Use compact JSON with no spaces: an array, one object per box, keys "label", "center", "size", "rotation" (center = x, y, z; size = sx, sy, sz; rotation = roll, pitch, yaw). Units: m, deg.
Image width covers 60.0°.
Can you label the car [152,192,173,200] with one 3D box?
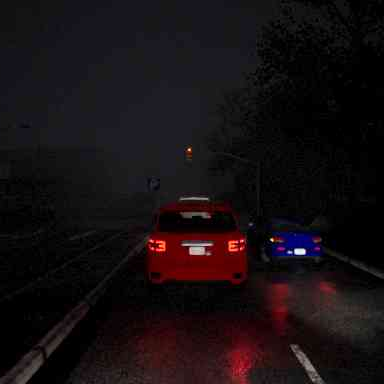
[{"label":"car","center":[-8.130,1.065,92.002],"size":[5.566,2.045,2.435],"rotation":[-1,0,-12]}]

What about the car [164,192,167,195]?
[{"label":"car","center":[-9.383,1.359,83.012],"size":[4.674,1.452,2.002],"rotation":[-1,0,-13]}]

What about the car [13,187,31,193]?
[{"label":"car","center":[-28.242,0.138,55.902],"size":[2.002,1.452,4.674],"rotation":[6,-3,-19]}]

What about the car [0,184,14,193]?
[{"label":"car","center":[-31.237,-0.425,55.958],"size":[2.435,2.045,5.566],"rotation":[6,-3,-19]}]

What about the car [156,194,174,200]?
[{"label":"car","center":[-7.712,1.316,94.982],"size":[5.008,1.535,2.097],"rotation":[-1,0,-12]}]

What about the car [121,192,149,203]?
[{"label":"car","center":[-11.534,1.359,65.057],"size":[4.792,1.488,2.163],"rotation":[-1,0,-15]}]

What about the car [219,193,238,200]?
[{"label":"car","center":[9.340,1.129,85.350],"size":[4.553,1.767,2.185],"rotation":[1,0,-12]}]

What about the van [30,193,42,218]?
[{"label":"van","center":[-13.635,1.298,24.270],"size":[4.442,1.987,1.878],"rotation":[-1,0,-20]}]

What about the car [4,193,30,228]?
[{"label":"car","center":[-13.747,1.268,21.234],"size":[5.566,2.045,2.435],"rotation":[-1,0,-20]}]

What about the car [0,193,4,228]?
[{"label":"car","center":[-13.816,1.264,18.197],"size":[5.566,2.045,2.435],"rotation":[-1,0,-20]}]

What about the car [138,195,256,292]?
[{"label":"car","center":[0.092,1.230,9.087],"size":[2.150,2.045,5.566],"rotation":[0,0,0]}]

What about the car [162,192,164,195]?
[{"label":"car","center":[-9.750,1.360,80.010],"size":[4.674,1.452,2.002],"rotation":[-1,0,-13]}]

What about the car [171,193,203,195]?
[{"label":"car","center":[0.127,1.247,19.445],"size":[2.150,2.045,5.566],"rotation":[0,0,0]}]

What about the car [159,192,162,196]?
[{"label":"car","center":[-10.119,1.322,77.014],"size":[4.892,1.521,2.231],"rotation":[-1,0,-14]}]

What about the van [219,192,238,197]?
[{"label":"van","center":[7.190,1.043,67.678],"size":[4.442,1.987,1.878],"rotation":[1,0,-14]}]

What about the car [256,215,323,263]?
[{"label":"car","center":[3.094,1.538,11.825],"size":[1.812,1.442,4.674],"rotation":[0,0,0]}]

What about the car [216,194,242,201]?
[{"label":"car","center":[8.101,1.264,73.642],"size":[5.366,1.575,1.946],"rotation":[1,0,-13]}]

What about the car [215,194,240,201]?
[{"label":"car","center":[8.079,1.258,76.494],"size":[5.366,1.575,1.946],"rotation":[1,0,-13]}]

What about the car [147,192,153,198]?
[{"label":"car","center":[-10.893,1.316,68.050],"size":[5.366,1.575,1.946],"rotation":[-1,0,-15]}]

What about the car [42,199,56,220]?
[{"label":"car","center":[-13.664,1.405,27.248],"size":[4.553,1.767,2.185],"rotation":[-1,0,-19]}]

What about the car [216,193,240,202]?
[{"label":"car","center":[7.569,1.142,70.648],"size":[4.553,1.767,2.185],"rotation":[1,0,-14]}]

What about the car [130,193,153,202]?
[{"label":"car","center":[-10.804,1.197,71.002],"size":[4.553,1.767,2.185],"rotation":[-1,0,-14]}]

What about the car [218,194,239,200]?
[{"label":"car","center":[8.977,1.298,82.420],"size":[4.674,1.452,2.002],"rotation":[1,0,-12]}]

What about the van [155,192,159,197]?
[{"label":"van","center":[-10.343,1.094,74.043],"size":[4.442,1.987,1.878],"rotation":[-1,0,-14]}]
